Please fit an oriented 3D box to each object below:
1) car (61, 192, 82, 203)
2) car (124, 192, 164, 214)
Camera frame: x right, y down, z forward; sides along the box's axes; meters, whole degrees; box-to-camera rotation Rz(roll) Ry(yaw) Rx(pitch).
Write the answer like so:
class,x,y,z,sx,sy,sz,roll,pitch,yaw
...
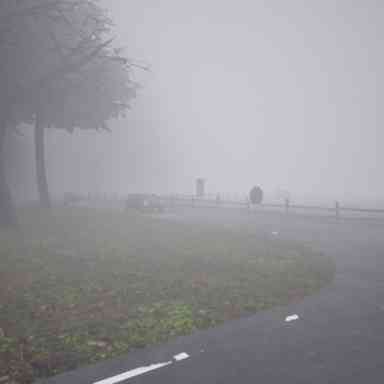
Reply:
class,x,y,z,sx,sy,sz,roll,pitch,yaw
car,-17.556,0.742,48.304,1.837,1.490,4.892,-1,1,-35
car,-4.337,0.902,29.870,2.097,1.767,4.553,-1,1,-36
